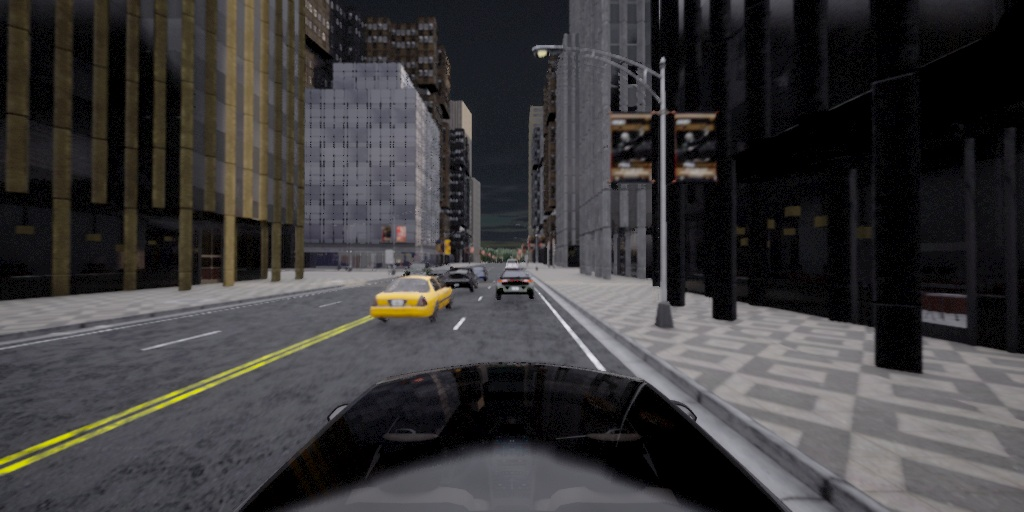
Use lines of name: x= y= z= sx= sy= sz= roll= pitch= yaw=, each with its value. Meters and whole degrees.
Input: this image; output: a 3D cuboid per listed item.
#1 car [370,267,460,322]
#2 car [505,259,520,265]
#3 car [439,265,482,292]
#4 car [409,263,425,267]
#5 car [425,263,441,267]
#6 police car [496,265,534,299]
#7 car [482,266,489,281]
car: x=-3.251 y=1.328 z=12.734 sx=1.801 sy=1.575 sz=5.366 roll=0 pitch=-1 yaw=0
car: x=0.079 y=1.551 z=56.919 sx=2.150 sy=2.045 sz=5.566 roll=0 pitch=0 yaw=0
car: x=-3.252 y=1.493 z=23.542 sx=1.837 sy=1.490 sz=4.892 roll=0 pitch=-1 yaw=0
car: x=-9.834 y=1.492 z=38.063 sx=2.097 sy=1.767 sz=4.553 roll=0 pitch=0 yaw=0
car: x=-6.595 y=1.608 z=34.210 sx=1.837 sy=1.490 sz=4.892 roll=0 pitch=-1 yaw=0
police car: x=0.128 y=1.453 z=19.908 sx=2.038 sy=1.542 sz=4.974 roll=0 pitch=-1 yaw=-1
car: x=-3.254 y=1.652 z=34.541 sx=2.033 sy=1.411 sz=5.357 roll=0 pitch=-1 yaw=0
